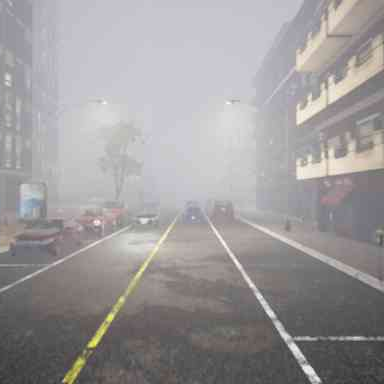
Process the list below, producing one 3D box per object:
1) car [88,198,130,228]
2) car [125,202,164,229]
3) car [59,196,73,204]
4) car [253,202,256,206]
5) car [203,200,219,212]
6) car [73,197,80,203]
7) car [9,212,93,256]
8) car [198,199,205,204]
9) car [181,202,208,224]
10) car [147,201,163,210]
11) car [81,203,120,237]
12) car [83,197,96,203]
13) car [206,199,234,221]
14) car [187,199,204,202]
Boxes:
[{"bbox_3d":[-5.707,1.566,24.711,2.192,1.841,5.009,0,-1,0],"label":"car"},{"bbox_3d":[-3.115,1.735,24.000,2.128,1.511,4.902,0,-1,0],"label":"car"},{"bbox_3d":[-27.409,1.532,66.735,5.009,1.841,2.192,1,-2,-1],"label":"car"},{"bbox_3d":[15.983,2.539,75.620,4.097,1.590,1.967,1,-1,-1],"label":"car"},{"bbox_3d":[2.660,1.921,46.918,1.967,1.590,4.097,0,-1,0],"label":"car"},{"bbox_3d":[-27.522,1.844,75.107,4.313,1.339,1.947,1,-1,-1],"label":"car"},{"bbox_3d":[-5.700,1.720,13.607,1.802,1.307,4.206,0,-1,0],"label":"car"},{"bbox_3d":[2.634,2.521,91.805,1.947,1.339,4.313,0,-1,0],"label":"car"},{"bbox_3d":[0.078,1.808,27.826,1.812,1.442,4.674,0,-1,0],"label":"car"},{"bbox_3d":[-5.723,2.102,52.157,1.947,1.339,4.313,0,-1,0],"label":"car"},{"bbox_3d":[-5.704,1.635,19.159,1.967,1.590,4.097,0,-1,0],"label":"car"},{"bbox_3d":[-22.076,1.907,75.260,4.829,1.417,1.752,1,-1,-1],"label":"car"},{"bbox_3d":[2.670,1.623,30.268,2.192,1.841,5.009,0,-1,0],"label":"car"},{"bbox_3d":[0.067,1.774,41.357,2.097,1.767,4.553,0,-1,0],"label":"car"}]
